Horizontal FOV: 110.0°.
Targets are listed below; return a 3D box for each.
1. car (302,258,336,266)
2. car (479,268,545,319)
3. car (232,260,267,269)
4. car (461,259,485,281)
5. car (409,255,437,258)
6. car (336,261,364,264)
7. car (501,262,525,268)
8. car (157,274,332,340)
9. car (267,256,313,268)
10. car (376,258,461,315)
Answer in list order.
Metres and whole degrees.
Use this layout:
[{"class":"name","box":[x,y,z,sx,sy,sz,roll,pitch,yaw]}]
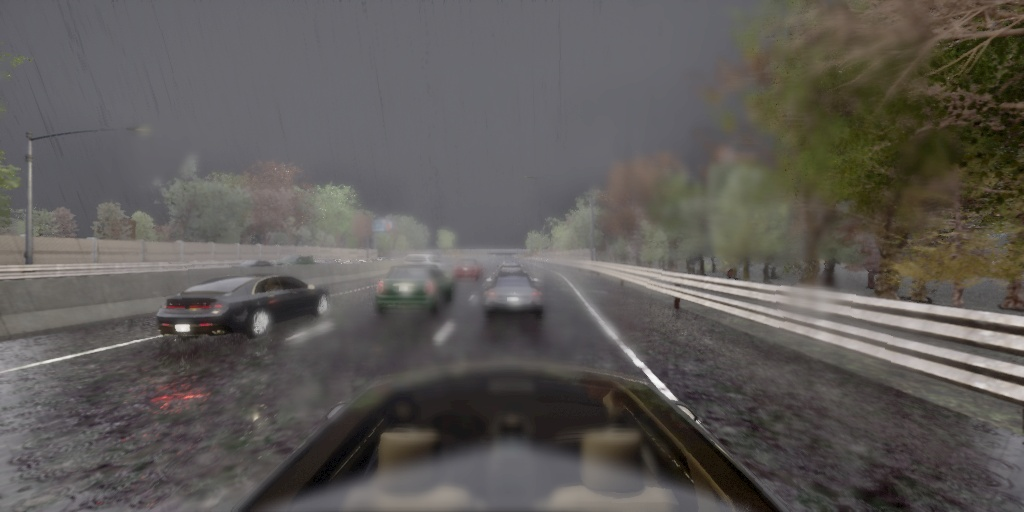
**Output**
[{"class":"car","box":[-21.095,1.244,40.794,2.128,1.511,4.902,0,0,0]},{"class":"car","box":[0.087,1.311,12.884,1.994,1.385,4.181,0,0,0]},{"class":"car","box":[-28.017,1.228,38.970,1.882,1.535,5.008,0,0,-1]},{"class":"car","box":[-3.414,1.099,29.537,2.097,1.767,4.553,0,0,0]},{"class":"car","box":[-6.912,0.969,28.795,2.150,2.045,5.566,0,0,0]},{"class":"car","box":[-17.597,1.316,40.420,1.994,1.385,4.181,0,0,0]},{"class":"car","box":[0.087,1.239,29.792,2.128,1.511,4.902,0,0,0]},{"class":"car","box":[-6.920,1.253,10.001,1.837,1.490,4.892,0,0,0]},{"class":"car","box":[-24.594,0.975,40.762,2.150,2.045,5.566,0,0,0]},{"class":"car","box":[-3.412,1.098,13.673,2.097,1.767,4.553,0,0,0]}]
